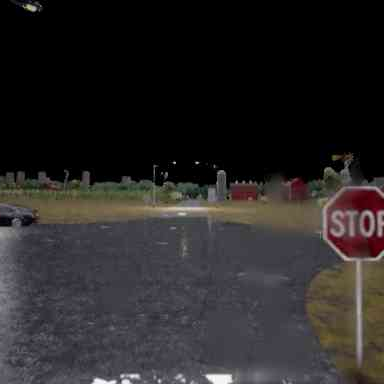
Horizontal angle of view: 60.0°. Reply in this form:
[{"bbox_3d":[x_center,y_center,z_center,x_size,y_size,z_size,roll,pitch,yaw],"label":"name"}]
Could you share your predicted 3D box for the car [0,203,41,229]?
[{"bbox_3d":[-12.160,1.498,20.806,4.892,1.490,1.837,1,4,-11],"label":"car"}]
